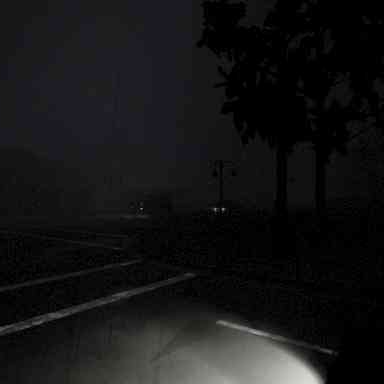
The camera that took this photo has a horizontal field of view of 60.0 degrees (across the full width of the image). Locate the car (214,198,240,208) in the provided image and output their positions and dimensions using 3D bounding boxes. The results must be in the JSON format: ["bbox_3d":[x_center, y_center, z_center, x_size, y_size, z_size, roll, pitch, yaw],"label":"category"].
[{"bbox_3d":[5.292,1.612,49.154,2.033,1.411,5.357,0,0,34],"label":"car"}]

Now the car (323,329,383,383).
[{"bbox_3d":[2.915,1.564,1.894,4.181,1.385,1.994,0,0,36],"label":"car"}]

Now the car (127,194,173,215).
[{"bbox_3d":[-4.290,1.224,35.170,2.150,2.045,5.566,0,0,34],"label":"car"}]

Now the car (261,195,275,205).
[{"bbox_3d":[13.856,1.347,60.760,2.097,1.767,4.553,0,0,7],"label":"car"}]
